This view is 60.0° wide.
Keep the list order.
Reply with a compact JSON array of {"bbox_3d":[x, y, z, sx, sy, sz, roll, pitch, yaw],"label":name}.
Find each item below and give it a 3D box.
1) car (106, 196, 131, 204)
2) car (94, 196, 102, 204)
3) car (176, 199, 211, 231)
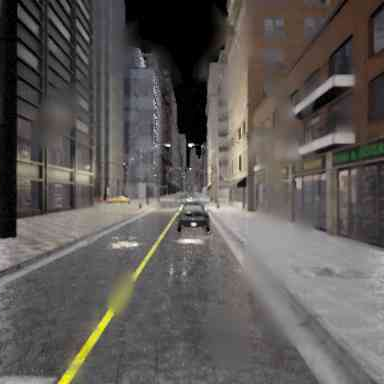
[{"bbox_3d":[-14.402,1.502,65.090,4.829,1.417,1.752,-1,0,0],"label":"car"},{"bbox_3d":[-19.856,1.575,65.059,4.507,1.381,1.887,-1,0,0],"label":"car"},{"bbox_3d":[0.098,1.456,20.227,1.837,1.490,4.892,0,1,0],"label":"car"}]
